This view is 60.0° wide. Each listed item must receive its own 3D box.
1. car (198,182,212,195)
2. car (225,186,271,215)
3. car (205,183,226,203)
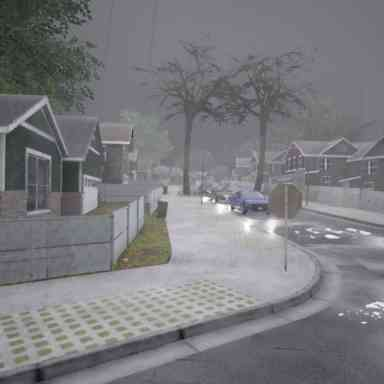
[{"bbox_3d":[1.879,-0.296,42.574,2.128,1.511,4.902,1,3,-6],"label":"car"},{"bbox_3d":[3.965,0.631,23.016,1.882,1.535,5.008,1,3,-6],"label":"car"},{"bbox_3d":[2.935,0.184,32.604,2.128,1.511,4.902,1,3,-6],"label":"car"}]
